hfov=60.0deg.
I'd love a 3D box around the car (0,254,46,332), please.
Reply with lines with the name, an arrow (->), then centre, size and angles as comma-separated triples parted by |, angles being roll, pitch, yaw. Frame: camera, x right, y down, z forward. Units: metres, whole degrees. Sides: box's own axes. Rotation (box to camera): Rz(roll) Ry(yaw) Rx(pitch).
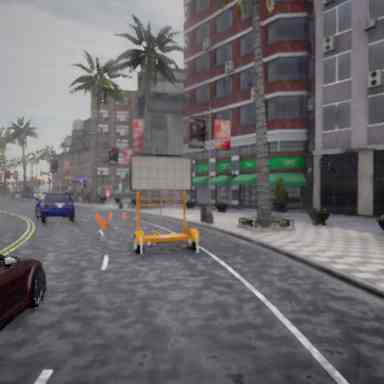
car -> -3.784, 1.518, 4.996 | 1.994, 1.385, 4.181 | 0, 0, -5

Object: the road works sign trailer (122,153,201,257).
road works sign trailer -> -1.199, 0.360, 12.755 | 2.380, 3.560, 2.880 | 0, 0, -20

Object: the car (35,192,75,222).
car -> -10.077, 1.016, 24.311 | 2.150, 2.045, 5.566 | 0, 1, -30

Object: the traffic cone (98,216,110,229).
traffic cone -> -4.972, 1.798, 18.848 | 0.340, 0.580, 0.340 | 0, 0, -20

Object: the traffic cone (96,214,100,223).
traffic cone -> -5.650, 1.782, 20.730 | 0.340, 0.580, 0.340 | 0, 0, -20

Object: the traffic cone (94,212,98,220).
traffic cone -> -6.327, 1.766, 22.612 | 0.340, 0.580, 0.340 | 0, 0, -20

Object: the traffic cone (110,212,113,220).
traffic cone -> -6.064, 1.749, 24.832 | 0.340, 0.580, 0.340 | 0, 0, -20
